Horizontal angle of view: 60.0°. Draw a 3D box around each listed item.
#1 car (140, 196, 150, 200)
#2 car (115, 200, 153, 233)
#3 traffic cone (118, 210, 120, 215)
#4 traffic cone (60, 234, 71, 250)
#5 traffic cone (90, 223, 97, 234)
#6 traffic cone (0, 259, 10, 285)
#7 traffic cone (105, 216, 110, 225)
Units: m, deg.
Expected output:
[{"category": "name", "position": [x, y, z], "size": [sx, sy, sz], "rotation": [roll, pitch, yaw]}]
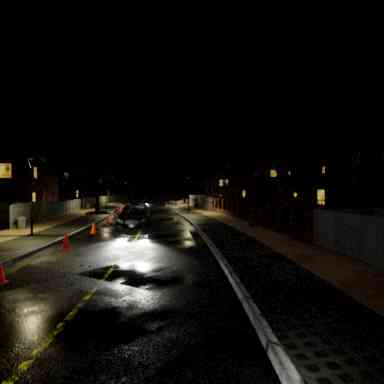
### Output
[{"category": "car", "position": [-9.532, 1.492, 67.570], "size": [2.128, 1.511, 4.902], "rotation": [0, 0, -5]}, {"category": "car", "position": [-3.366, 1.490, 19.696], "size": [2.128, 1.511, 4.902], "rotation": [0, 0, -5]}, {"category": "traffic cone", "position": [-6.437, 1.965, 27.906], "size": [0.340, 0.580, 0.340], "rotation": [0, 0, -8]}, {"category": "traffic cone", "position": [-4.987, 1.957, 13.157], "size": [0.340, 0.580, 0.340], "rotation": [0, 0, -3]}, {"category": "traffic cone", "position": [-5.350, 1.959, 18.084], "size": [0.340, 0.580, 0.340], "rotation": [0, 0, -5]}, {"category": "traffic cone", "position": [-4.745, 1.956, 8.221], "size": [0.340, 0.580, 0.340], "rotation": [0, 0, -2]}, {"category": "traffic cone", "position": [-5.833, 1.962, 23.002], "size": [0.340, 0.580, 0.340], "rotation": [0, 0, -6]}]
